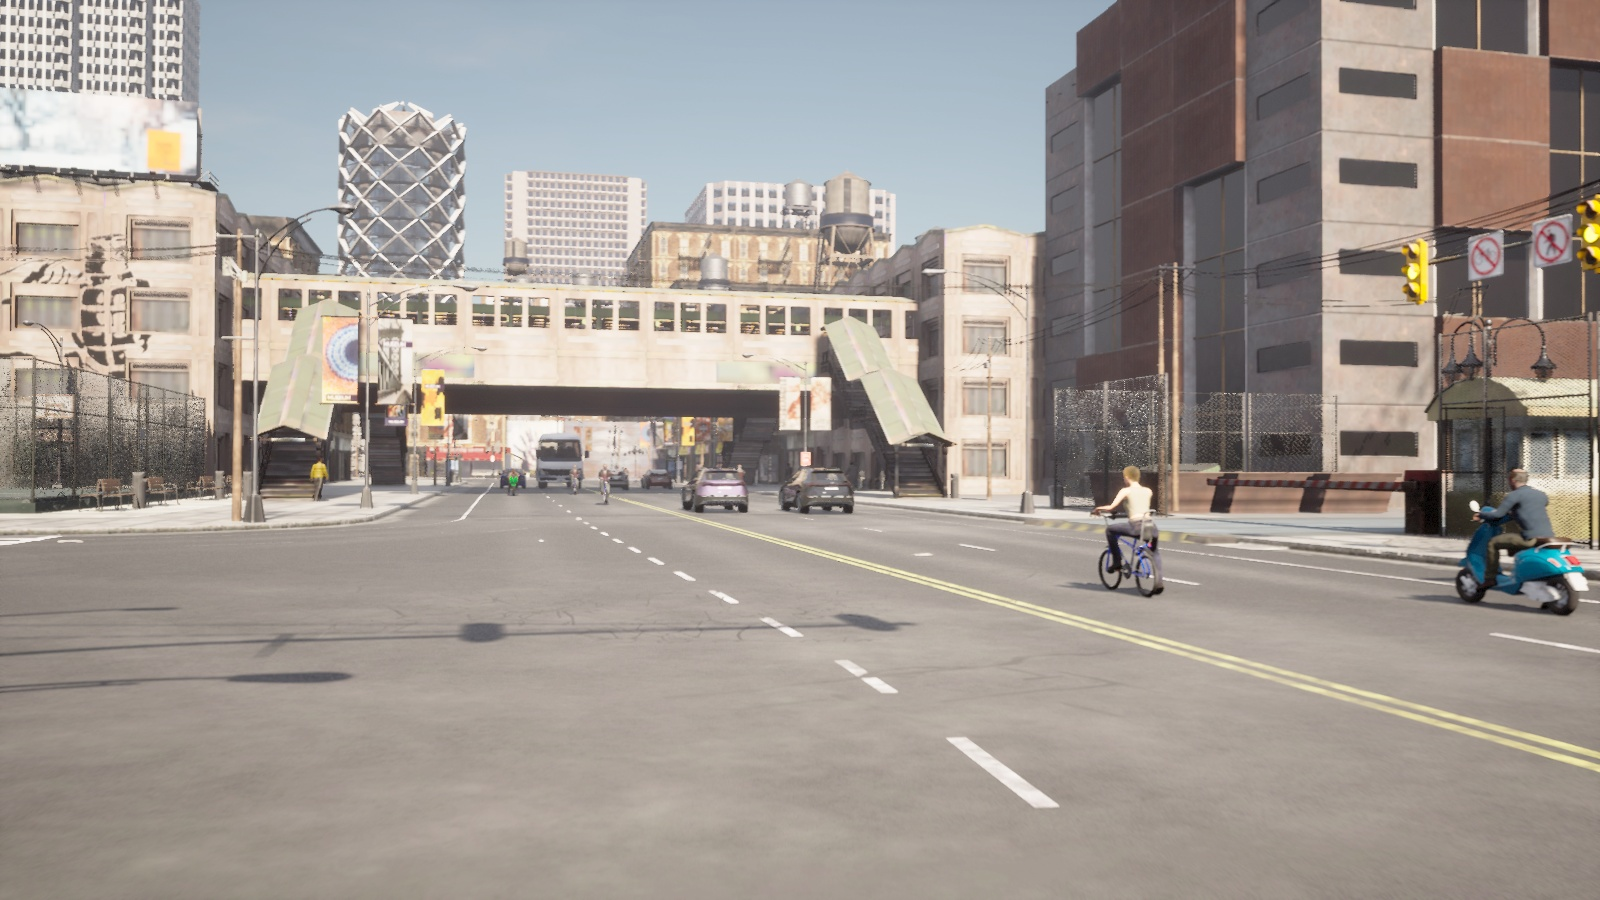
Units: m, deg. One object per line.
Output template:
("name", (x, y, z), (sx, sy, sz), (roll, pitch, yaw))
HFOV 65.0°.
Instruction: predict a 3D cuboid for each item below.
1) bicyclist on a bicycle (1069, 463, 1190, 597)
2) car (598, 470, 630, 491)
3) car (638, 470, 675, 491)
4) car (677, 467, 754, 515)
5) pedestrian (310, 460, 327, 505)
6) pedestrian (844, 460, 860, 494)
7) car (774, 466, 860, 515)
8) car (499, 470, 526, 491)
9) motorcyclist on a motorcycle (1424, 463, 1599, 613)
("bicyclist on a bicycle", (4.146, 0.975, 15.916), (0.866, 1.612, 1.509), (0, -1, -13))
("car", (-13.394, 2.199, 90.181), (1.970, 1.475, 3.806), (0, -1, -13))
("car", (-10.857, 2.291, 94.665), (2.163, 1.488, 4.792), (0, -1, -13))
("car", (-3.181, 1.459, 46.272), (2.033, 1.649, 4.856), (0, -1, -13))
("pedestrian", (-19.750, 1.328, 51.489), (0.431, 1.840, 0.709), (0, -1, 0))
("pedestrian", (3.025, 1.560, 72.952), (0.659, 1.952, 0.873), (0, -1, -18))
("car", (0.548, 1.434, 45.706), (2.033, 1.649, 4.856), (0, -1, -13))
("car", (-21.850, 2.327, 95.413), (1.882, 1.535, 5.008), (0, -1, -14))
("motorcyclist on a motorcycle", (8.128, 0.947, 14.286), (0.866, 1.590, 1.817), (0, -1, -13))
